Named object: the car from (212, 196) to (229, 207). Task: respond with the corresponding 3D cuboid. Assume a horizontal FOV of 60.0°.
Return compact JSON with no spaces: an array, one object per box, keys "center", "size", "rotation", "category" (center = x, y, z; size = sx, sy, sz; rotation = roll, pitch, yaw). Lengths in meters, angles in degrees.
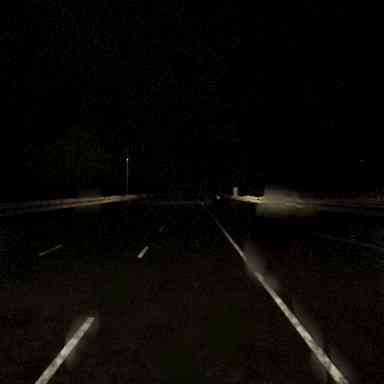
[{"center":[4.064,1.265,47.596],"size":[2.128,1.511,4.902],"rotation":[0,0,-4],"category":"car"}]
